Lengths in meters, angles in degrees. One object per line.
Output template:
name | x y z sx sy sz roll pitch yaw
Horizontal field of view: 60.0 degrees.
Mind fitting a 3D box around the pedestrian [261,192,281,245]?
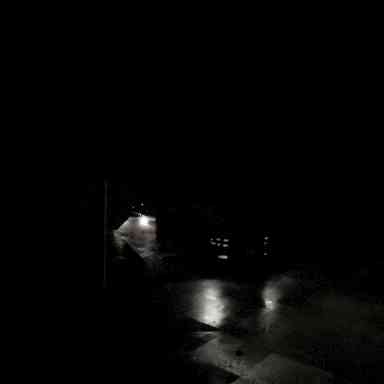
pedestrian | 2.736 0.912 11.495 0.375 1.860 0.375 4 -1 -22

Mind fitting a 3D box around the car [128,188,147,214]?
car | -4.244 0.539 21.245 1.837 1.490 4.892 1 2 -22

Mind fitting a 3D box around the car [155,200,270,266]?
car | 0.372 1.059 10.309 1.882 1.535 5.008 1 2 -25
